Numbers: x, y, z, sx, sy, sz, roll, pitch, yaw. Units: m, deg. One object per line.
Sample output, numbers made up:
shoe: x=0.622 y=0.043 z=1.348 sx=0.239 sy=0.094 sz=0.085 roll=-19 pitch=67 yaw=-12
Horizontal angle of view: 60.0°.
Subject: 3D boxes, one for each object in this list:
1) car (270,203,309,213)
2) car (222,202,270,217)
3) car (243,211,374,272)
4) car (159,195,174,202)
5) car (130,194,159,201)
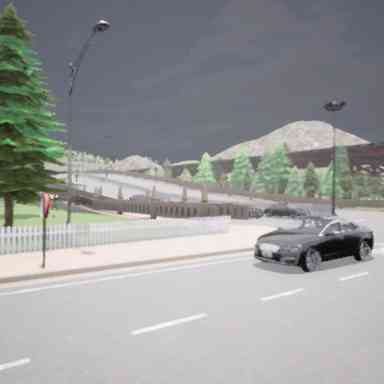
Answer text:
car: x=8.952 y=1.778 z=31.427 sx=1.812 sy=1.442 sz=4.674 roll=1 pitch=0 yaw=-37
car: x=4.580 y=1.719 z=31.392 sx=1.837 sy=1.490 sz=4.892 roll=1 pitch=0 yaw=-37
car: x=4.213 y=1.592 z=11.198 sx=4.902 sy=1.511 sz=2.128 roll=1 pitch=-1 yaw=-35
car: x=-4.709 y=1.139 z=49.451 sx=2.033 sy=1.411 sz=5.357 roll=1 pitch=4 yaw=-37
car: x=-7.011 y=1.122 z=46.693 sx=1.837 sy=1.490 sz=4.892 roll=1 pitch=4 yaw=-37
